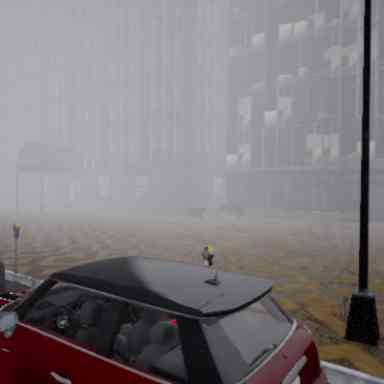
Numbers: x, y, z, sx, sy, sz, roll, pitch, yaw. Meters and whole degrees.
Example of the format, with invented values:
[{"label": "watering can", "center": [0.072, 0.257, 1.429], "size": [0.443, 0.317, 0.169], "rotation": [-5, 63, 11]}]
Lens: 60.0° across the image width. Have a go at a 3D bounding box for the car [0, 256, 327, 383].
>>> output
[{"label": "car", "center": [-0.865, 1.426, 3.481], "size": [4.097, 1.590, 1.967], "rotation": [0, 1, 36]}]
